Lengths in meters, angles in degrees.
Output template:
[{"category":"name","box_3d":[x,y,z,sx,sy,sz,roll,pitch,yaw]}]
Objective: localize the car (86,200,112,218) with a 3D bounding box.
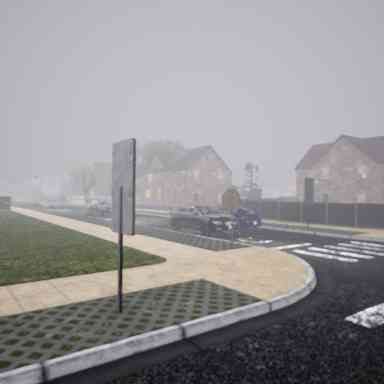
[{"category":"car","box_3d":[-8.091,1.479,30.286,2.128,1.511,4.902,1,0,-36]}]

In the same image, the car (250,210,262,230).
[{"category":"car","box_3d":[2.251,1.553,20.484,1.812,1.442,4.674,1,0,-34]}]

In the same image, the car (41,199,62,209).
[{"category":"car","box_3d":[-19.558,1.637,46.243,1.895,1.301,4.718,1,-1,-36]}]

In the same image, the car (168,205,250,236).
[{"category":"car","box_3d":[0.525,1.483,18.411,2.128,1.511,4.902,1,0,-36]}]
